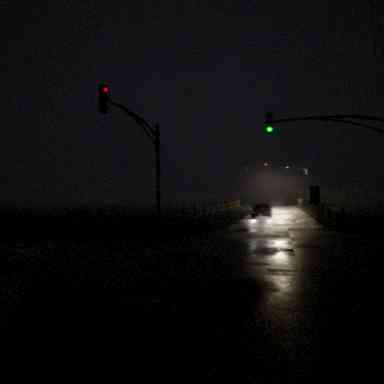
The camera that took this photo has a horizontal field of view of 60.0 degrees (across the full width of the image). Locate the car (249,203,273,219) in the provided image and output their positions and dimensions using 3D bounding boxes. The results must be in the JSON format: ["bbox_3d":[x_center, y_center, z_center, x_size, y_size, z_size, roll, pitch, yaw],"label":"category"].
[{"bbox_3d":[6.911,1.855,32.835,1.812,1.442,4.674,-1,-1,15],"label":"car"}]
